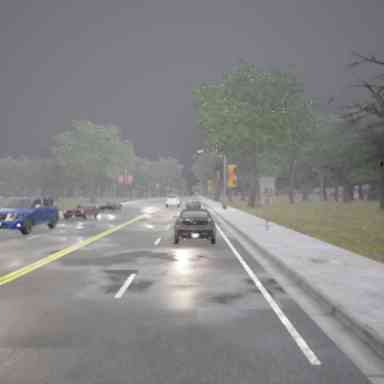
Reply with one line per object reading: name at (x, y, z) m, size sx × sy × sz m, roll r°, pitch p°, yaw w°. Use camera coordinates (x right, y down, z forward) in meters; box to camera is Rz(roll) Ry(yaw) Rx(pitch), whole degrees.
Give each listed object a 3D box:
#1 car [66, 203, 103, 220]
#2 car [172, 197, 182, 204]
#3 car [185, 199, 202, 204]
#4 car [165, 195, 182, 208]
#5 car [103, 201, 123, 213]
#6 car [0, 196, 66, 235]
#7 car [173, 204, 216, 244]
car at (-9.707, 1.700, 29.538) m, size 1.895 × 1.301 × 4.718 m, roll 0°, pitch 0°, yaw 1°
car at (-3.094, 1.731, 69.186) m, size 1.882 × 1.535 × 5.008 m, roll 0°, pitch 0°, yaw 0°
car at (0.196, 1.640, 42.809) m, size 2.128 × 1.511 × 4.902 m, roll 0°, pitch 0°, yaw 0°
car at (-3.048, 1.411, 53.079) m, size 2.150 × 2.045 × 5.566 m, roll 0°, pitch 0°, yaw -1°
car at (-9.660, 1.739, 39.855) m, size 1.895 × 1.301 × 4.718 m, roll 0°, pitch 0°, yaw 0°
car at (-9.789, 1.285, 19.657) m, size 2.150 × 2.045 × 5.566 m, roll 0°, pitch 0°, yaw 1°
car at (0.137, 1.555, 16.196) m, size 1.837 × 1.490 × 4.892 m, roll 0°, pitch 0°, yaw 0°
